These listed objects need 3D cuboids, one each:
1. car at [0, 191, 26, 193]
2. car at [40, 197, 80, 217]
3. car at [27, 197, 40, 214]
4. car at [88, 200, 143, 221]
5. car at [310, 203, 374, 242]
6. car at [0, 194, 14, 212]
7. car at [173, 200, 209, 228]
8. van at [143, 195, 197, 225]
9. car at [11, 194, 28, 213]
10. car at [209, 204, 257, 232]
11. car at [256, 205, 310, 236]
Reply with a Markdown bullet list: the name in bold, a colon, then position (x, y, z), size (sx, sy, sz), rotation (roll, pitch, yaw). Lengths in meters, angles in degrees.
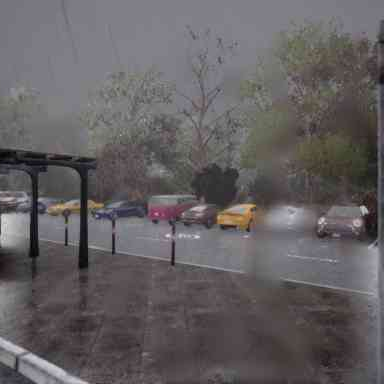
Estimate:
- **car**: position (-21.538, 0.950, 37.895), size (2.435, 2.045, 5.566), rotation (1, 0, 35)
- **car**: position (-10.305, 1.323, 29.748), size (1.946, 1.575, 5.366), rotation (1, 0, 35)
- **car**: position (-12.446, 1.330, 31.528), size (2.163, 1.488, 4.792), rotation (1, 0, 35)
- **car**: position (-5.684, 1.405, 26.668), size (2.163, 1.488, 4.792), rotation (1, 0, 35)
- **car**: position (7.942, 1.402, 17.092), size (2.185, 1.767, 4.553), rotation (1, 0, 35)
- **car**: position (-16.989, 1.251, 34.716), size (2.097, 1.535, 5.008), rotation (1, 0, 35)
- **car**: position (1.124, 1.491, 21.878), size (2.002, 1.452, 4.674), rotation (1, 0, 35)
- **van**: position (-1.069, 1.200, 23.578), size (1.878, 1.987, 4.442), rotation (1, 0, 35)
- **car**: position (-14.723, 1.277, 33.113), size (2.231, 1.521, 4.892), rotation (1, 0, 35)
- **car**: position (3.390, 1.476, 20.271), size (2.097, 1.535, 5.008), rotation (1, 0, 35)
- **car**: position (5.656, 1.542, 18.670), size (2.002, 1.452, 4.674), rotation (1, 0, 35)
